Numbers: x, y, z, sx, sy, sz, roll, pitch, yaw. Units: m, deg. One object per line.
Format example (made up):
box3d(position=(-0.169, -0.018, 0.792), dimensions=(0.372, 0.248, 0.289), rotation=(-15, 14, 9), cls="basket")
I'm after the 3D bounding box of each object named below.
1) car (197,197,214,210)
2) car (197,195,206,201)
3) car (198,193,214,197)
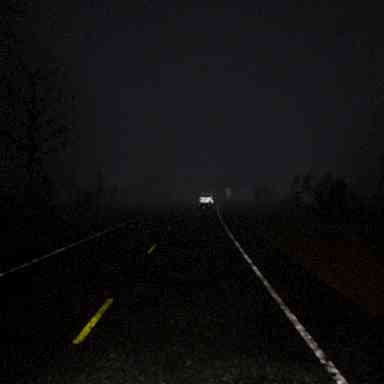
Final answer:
box3d(position=(1.607, 1.597, 41.672), dimensions=(1.895, 1.301, 4.718), rotation=(0, 0, 4), cls="car")
box3d(position=(2.482, 1.489, 85.209), dimensions=(1.812, 1.442, 4.674), rotation=(0, 0, 8), cls="car")
box3d(position=(2.269, 1.213, 51.856), dimensions=(2.150, 2.045, 5.566), rotation=(0, 0, 5), cls="car")
